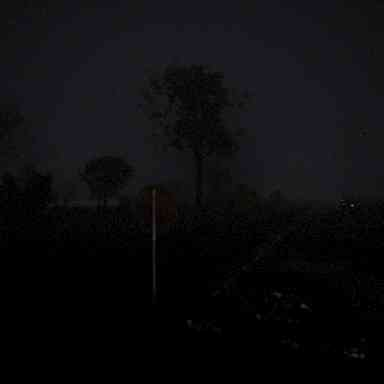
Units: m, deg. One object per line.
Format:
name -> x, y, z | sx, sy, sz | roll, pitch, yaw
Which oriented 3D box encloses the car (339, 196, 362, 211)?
car -> 17.985, 1.431, 37.492 | 1.994, 1.385, 4.181 | 0, 0, 24
